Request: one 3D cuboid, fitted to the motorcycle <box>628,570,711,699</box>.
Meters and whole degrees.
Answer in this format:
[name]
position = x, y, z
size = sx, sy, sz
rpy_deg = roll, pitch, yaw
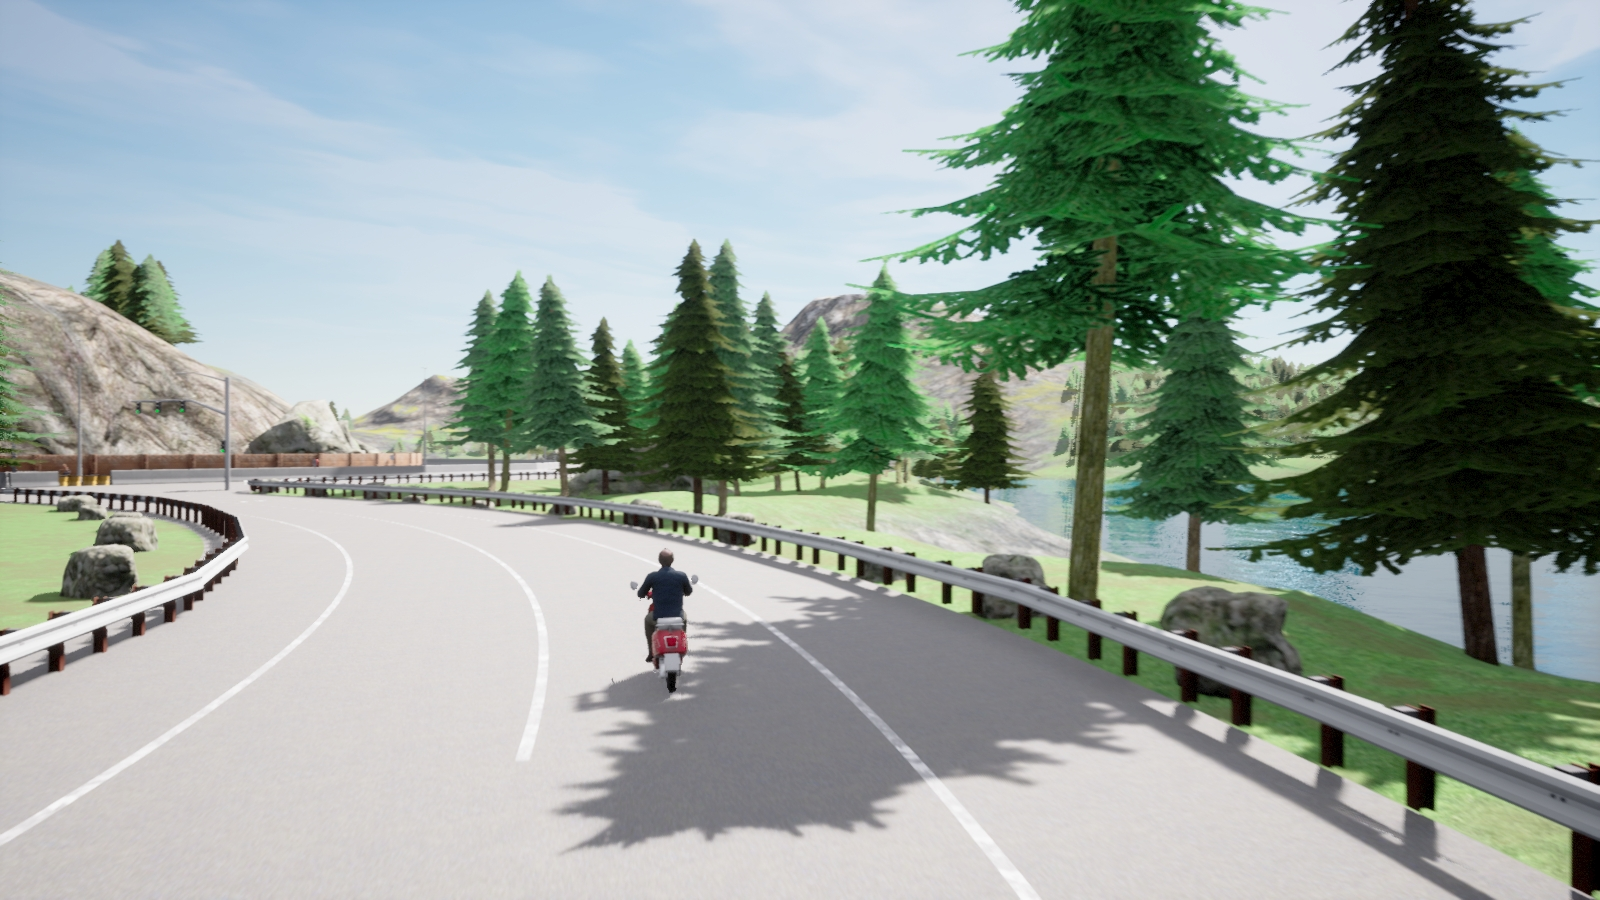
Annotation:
[motorcycle]
position = -1.610, 2.183, 13.829
size = 0.856, 1.236, 1.805
rpy_deg = -1, 0, -11
